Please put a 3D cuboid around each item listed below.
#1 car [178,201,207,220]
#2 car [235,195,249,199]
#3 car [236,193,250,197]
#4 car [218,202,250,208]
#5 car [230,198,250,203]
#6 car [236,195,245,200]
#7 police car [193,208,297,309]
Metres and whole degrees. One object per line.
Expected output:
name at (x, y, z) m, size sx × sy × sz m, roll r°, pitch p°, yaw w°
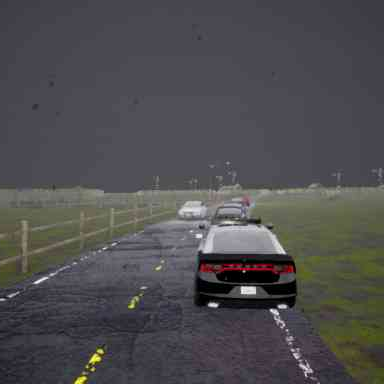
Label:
car at (0.151, 1.504, 27.752) m, size 1.812 × 1.442 × 4.674 m, roll 0°, pitch 0°, yaw 11°
car at (5.653, 1.438, 41.172) m, size 1.882 × 1.535 × 5.008 m, roll 0°, pitch 0°, yaw 12°
car at (7.749, 1.167, 51.278) m, size 2.150 × 2.045 × 5.566 m, roll 0°, pitch 0°, yaw 12°
car at (2.048, 1.494, 17.772) m, size 1.837 × 1.490 × 4.892 m, roll 0°, pitch 0°, yaw 8°
car at (2.944, 1.459, 23.613) m, size 1.882 × 1.535 × 5.008 m, roll 0°, pitch 0°, yaw 10°
car at (13.442, 1.488, 92.010) m, size 1.895 × 1.301 × 4.718 m, roll 0°, pitch 0°, yaw 12°
police car at (1.097, 1.423, 8.080) m, size 1.930 × 1.638 × 5.238 m, roll 0°, pitch 0°, yaw 4°
